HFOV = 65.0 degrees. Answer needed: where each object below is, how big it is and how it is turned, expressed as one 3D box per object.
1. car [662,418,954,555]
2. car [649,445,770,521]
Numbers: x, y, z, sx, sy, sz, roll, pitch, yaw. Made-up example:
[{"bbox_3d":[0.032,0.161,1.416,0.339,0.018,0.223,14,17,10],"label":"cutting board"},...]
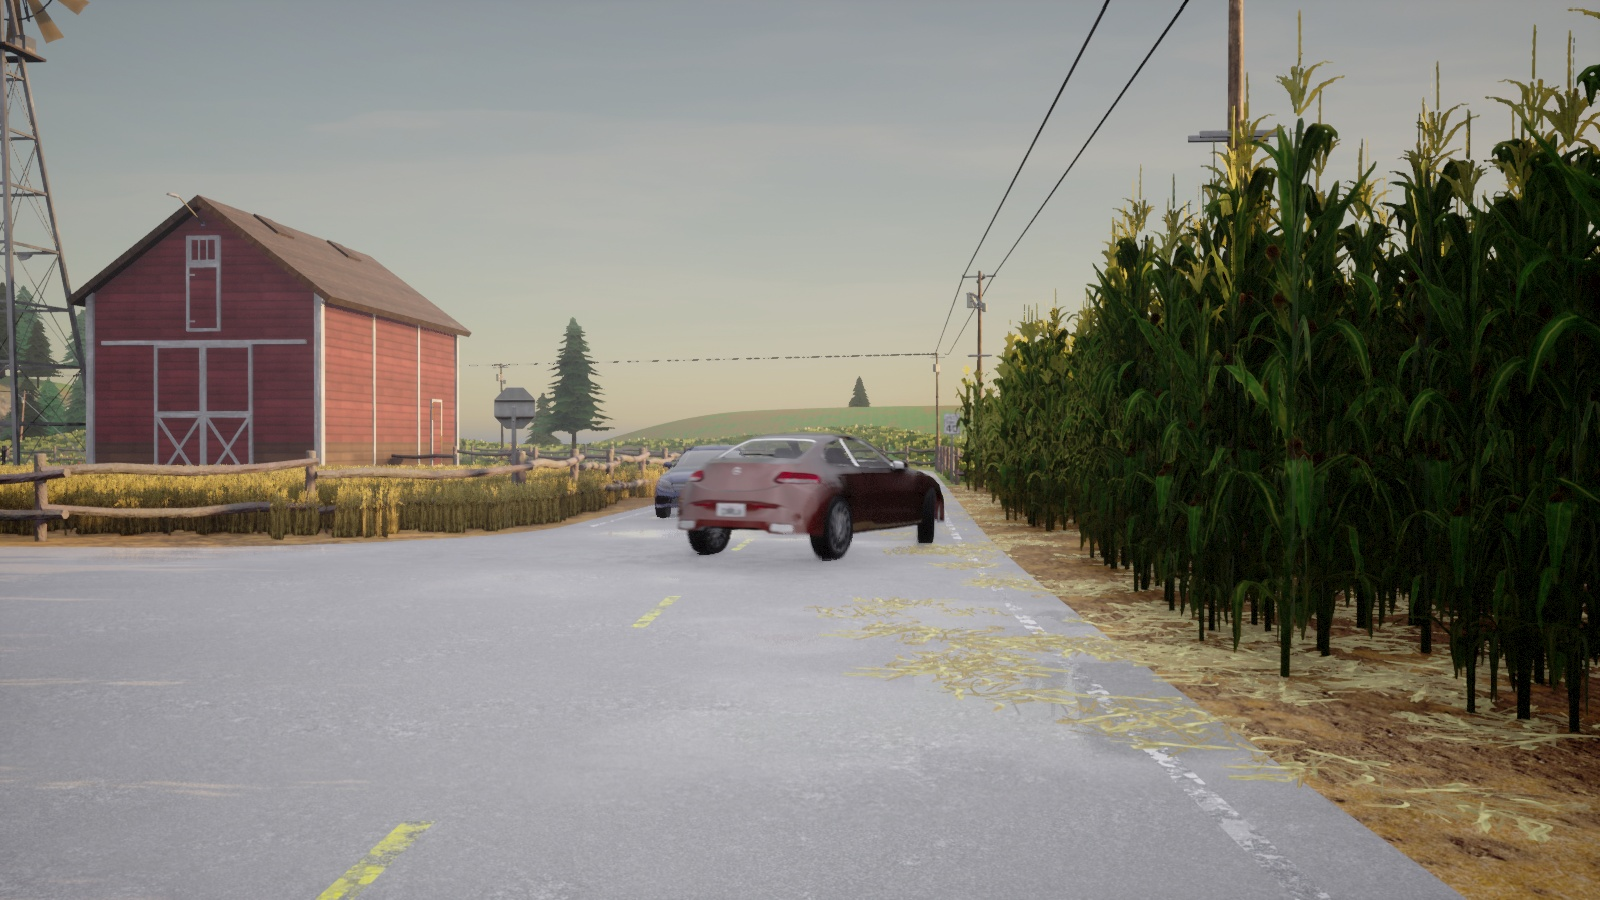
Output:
[{"bbox_3d":[0.317,0.424,17.881,2.152,1.651,5.027,1,0,26],"label":"car"},{"bbox_3d":[-1.790,0.622,26.366,1.812,1.442,4.674,0,0,5],"label":"car"}]
